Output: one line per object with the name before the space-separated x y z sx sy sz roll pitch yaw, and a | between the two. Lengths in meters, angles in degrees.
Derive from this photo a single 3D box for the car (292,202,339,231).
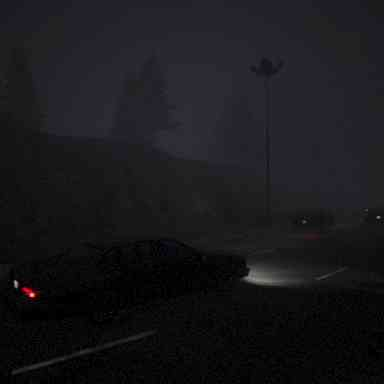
car | 8.252 1.697 22.459 1.882 1.535 5.008 0 0 33

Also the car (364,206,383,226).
car | 14.175 1.770 25.116 1.994 1.385 4.181 -1 -1 32

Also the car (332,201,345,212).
car | 20.005 1.943 45.847 1.812 1.442 4.674 -1 -1 23

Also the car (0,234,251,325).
car | -1.094 1.652 7.354 5.357 1.411 2.033 0 -1 -39
